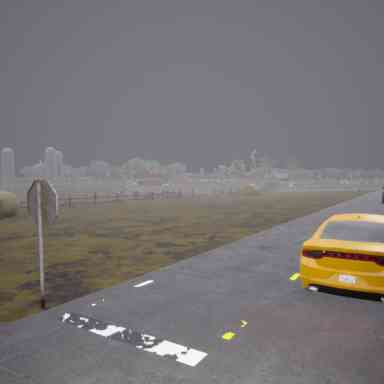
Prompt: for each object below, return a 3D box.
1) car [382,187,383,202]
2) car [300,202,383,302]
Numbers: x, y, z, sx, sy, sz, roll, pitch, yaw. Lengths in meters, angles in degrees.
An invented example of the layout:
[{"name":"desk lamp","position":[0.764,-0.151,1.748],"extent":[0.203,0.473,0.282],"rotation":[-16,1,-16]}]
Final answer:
[{"name":"car","position":[20.068,0.054,32.760],"extent":[2.150,2.045,5.566],"rotation":[0,2,33]},{"name":"car","position":[3.944,1.231,7.673],"extent":[1.882,1.535,5.008],"rotation":[0,2,33]}]
